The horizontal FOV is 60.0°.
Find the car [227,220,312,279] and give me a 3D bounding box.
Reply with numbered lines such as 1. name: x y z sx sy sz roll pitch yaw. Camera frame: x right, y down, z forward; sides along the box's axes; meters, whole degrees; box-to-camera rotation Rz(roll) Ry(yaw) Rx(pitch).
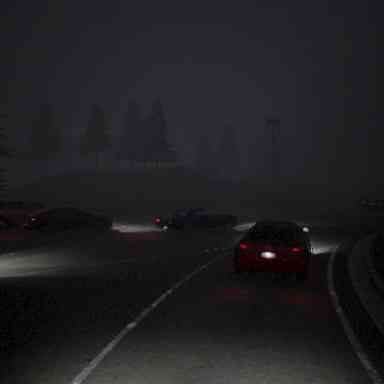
1. car: 2.614 1.568 10.309 1.994 1.385 4.181 0 0 20

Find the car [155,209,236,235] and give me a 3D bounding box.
1. car: 0.364 1.593 18.947 4.718 1.301 1.895 0 0 -36

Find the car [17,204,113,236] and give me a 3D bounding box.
1. car: -6.690 1.495 18.170 4.674 1.442 1.812 0 0 -36

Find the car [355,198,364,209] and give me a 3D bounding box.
1. car: 23.779 1.546 44.479 4.902 1.511 2.128 0 0 -36

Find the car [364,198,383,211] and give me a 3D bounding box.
1. car: 23.139 1.547 39.701 4.902 1.511 2.128 0 0 -36

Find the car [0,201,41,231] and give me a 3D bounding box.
1. car: -9.786 1.310 20.254 4.553 1.767 2.097 0 0 -36
